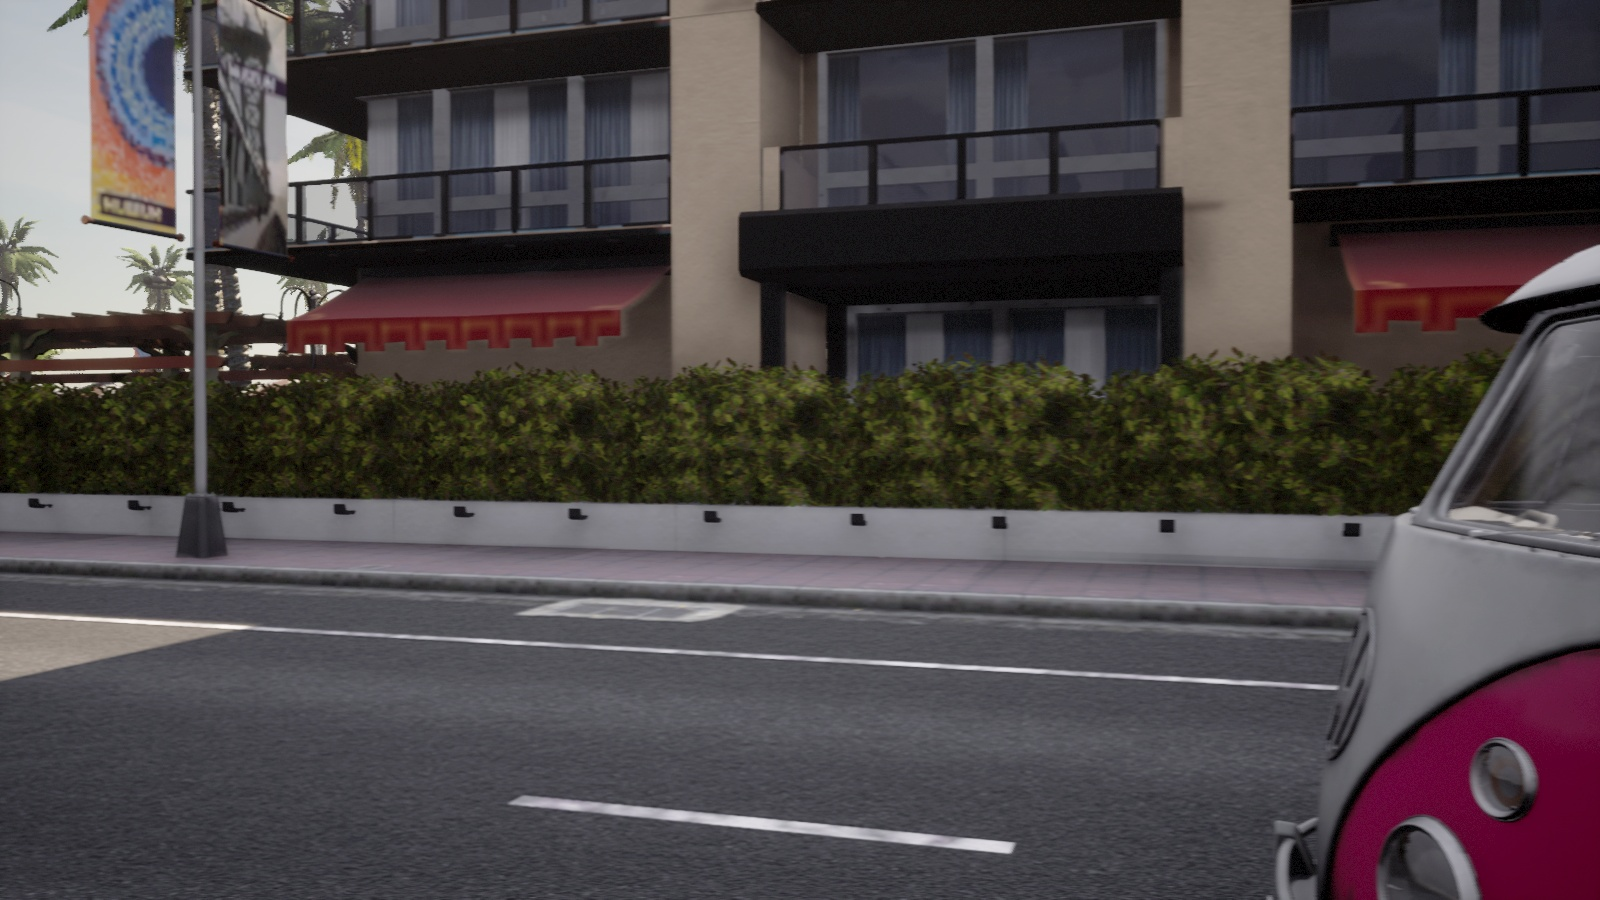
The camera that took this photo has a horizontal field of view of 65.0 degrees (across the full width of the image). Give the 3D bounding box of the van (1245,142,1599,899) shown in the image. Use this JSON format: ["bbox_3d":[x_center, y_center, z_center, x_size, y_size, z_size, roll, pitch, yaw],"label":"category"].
[{"bbox_3d":[3.147,0.561,2.115,4.442,1.987,1.775,1,1,17],"label":"van"}]
